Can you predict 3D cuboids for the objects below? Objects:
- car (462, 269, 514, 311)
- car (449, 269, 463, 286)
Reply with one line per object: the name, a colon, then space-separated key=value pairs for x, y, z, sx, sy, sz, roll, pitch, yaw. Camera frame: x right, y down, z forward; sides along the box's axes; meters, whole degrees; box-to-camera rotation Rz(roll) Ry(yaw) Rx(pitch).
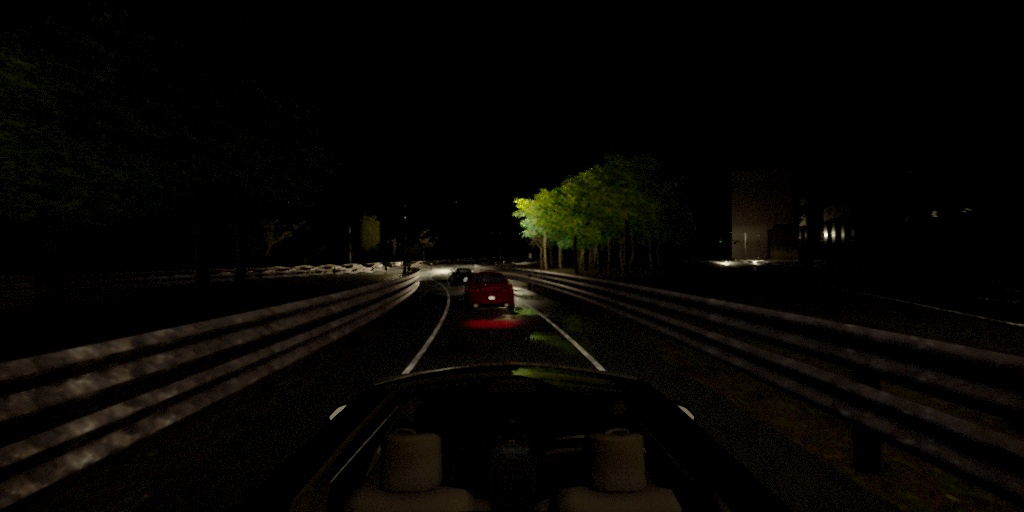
car: x=-1.096 y=1.433 z=15.757 sx=1.882 sy=1.535 sz=5.008 roll=0 pitch=-1 yaw=-8
car: x=-4.050 y=1.728 z=29.863 sx=1.994 sy=1.385 sz=4.181 roll=0 pitch=-1 yaw=-16
